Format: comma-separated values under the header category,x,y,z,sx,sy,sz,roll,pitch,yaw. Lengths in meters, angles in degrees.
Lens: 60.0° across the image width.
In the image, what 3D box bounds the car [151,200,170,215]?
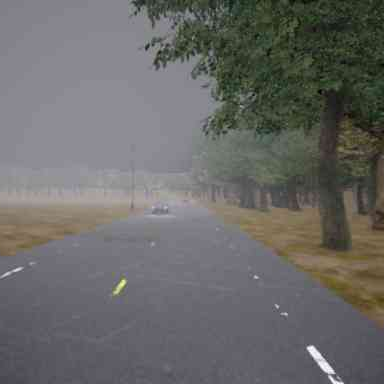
category,x,y,z,sx,sy,sz,roll,pitch,yaw
car,-3.866,1.815,41.092,2.097,1.767,4.553,0,-1,-1

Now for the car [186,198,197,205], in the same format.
category,x,y,z,sx,sy,sz,roll,pitch,yaw
car,0.165,2.280,79.296,2.097,1.767,4.553,0,-1,-2
